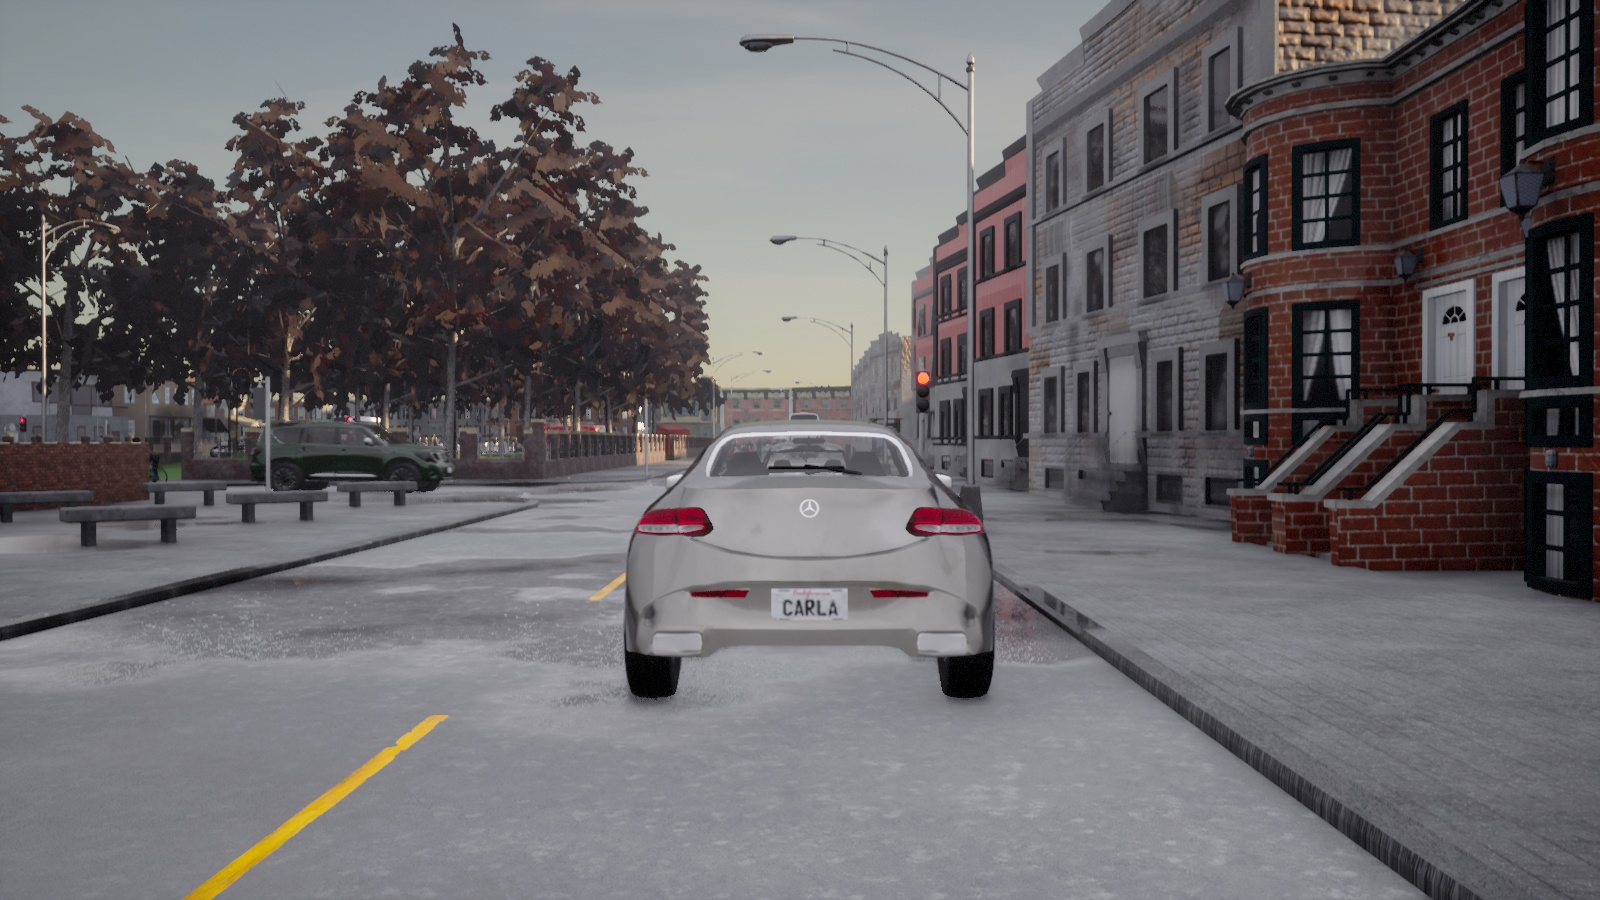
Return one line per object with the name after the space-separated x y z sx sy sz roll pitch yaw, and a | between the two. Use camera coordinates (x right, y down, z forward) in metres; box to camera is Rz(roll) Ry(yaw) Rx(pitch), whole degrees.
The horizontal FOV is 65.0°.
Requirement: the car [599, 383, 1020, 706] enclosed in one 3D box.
0.064 0.464 8.933 2.152 1.651 5.027 0 0 0 | car

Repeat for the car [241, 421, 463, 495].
-12.732 0.211 35.947 5.566 2.045 2.150 0 0 1 | car
